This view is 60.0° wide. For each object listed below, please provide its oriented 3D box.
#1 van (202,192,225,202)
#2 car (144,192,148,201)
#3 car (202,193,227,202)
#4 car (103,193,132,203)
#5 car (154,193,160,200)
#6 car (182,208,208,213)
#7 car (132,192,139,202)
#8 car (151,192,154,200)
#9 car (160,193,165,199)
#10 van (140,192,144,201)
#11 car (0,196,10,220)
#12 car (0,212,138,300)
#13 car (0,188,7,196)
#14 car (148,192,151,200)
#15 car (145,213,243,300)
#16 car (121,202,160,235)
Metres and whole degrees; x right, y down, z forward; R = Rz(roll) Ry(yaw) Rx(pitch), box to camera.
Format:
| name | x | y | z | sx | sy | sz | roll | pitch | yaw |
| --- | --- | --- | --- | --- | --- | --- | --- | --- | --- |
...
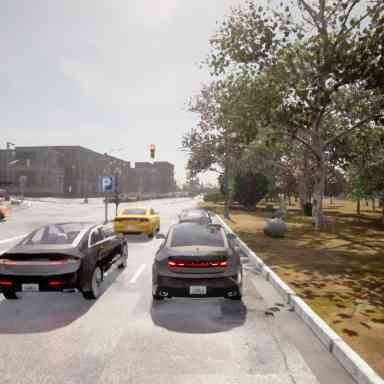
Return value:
| name | x | y | z | sx | sy | sz | roll | pitch | yaw |
| --- | --- | --- | --- | --- | --- | --- | --- | --- | --- |
| van | 4.283 | 1.043 | 65.874 | 4.442 | 1.987 | 1.878 | 1 | 0 | -14 |
| car | -13.013 | 1.322 | 75.234 | 4.892 | 1.521 | 2.231 | -1 | 0 | -14 |
| car | 4.667 | 1.142 | 68.843 | 4.553 | 1.767 | 2.185 | 1 | 0 | -14 |
| car | -14.444 | 1.359 | 63.279 | 4.792 | 1.488 | 2.163 | -1 | 0 | -15 |
| car | -11.453 | 1.358 | 87.213 | 4.674 | 1.452 | 2.002 | -1 | 0 | -12 |
| car | 0.156 | 1.572 | 18.099 | 2.033 | 1.411 | 5.357 | 0 | 0 | 1 |
| car | -13.800 | 1.316 | 66.271 | 5.366 | 1.575 | 1.946 | -1 | 0 | -15 |
| car | -12.268 | 1.359 | 81.231 | 4.674 | 1.452 | 2.002 | -1 | 0 | -13 |
| car | -11.003 | 1.065 | 90.220 | 5.566 | 2.045 | 2.435 | -1 | 0 | -12 |
| van | -13.241 | 1.093 | 72.263 | 4.442 | 1.987 | 1.878 | -1 | 0 | -14 |
| car | -16.627 | 1.404 | 25.473 | 4.553 | 1.767 | 2.185 | -1 | 0 | -19 |
| car | -2.892 | 1.501 | 8.382 | 2.128 | 1.511 | 4.902 | 0 | 0 | 0 |
| car | -31.165 | 0.137 | 54.147 | 2.002 | 1.452 | 4.674 | 6 | -3 | -19 |
| car | -12.640 | 1.360 | 78.230 | 4.674 | 1.452 | 2.002 | -1 | 0 | -13 |
| car | 0.109 | 1.514 | 8.397 | 1.837 | 1.490 | 4.892 | 0 | 0 | 0 |
| car | -2.842 | 1.502 | 17.874 | 1.882 | 1.535 | 5.008 | 0 | 0 | 0 |
